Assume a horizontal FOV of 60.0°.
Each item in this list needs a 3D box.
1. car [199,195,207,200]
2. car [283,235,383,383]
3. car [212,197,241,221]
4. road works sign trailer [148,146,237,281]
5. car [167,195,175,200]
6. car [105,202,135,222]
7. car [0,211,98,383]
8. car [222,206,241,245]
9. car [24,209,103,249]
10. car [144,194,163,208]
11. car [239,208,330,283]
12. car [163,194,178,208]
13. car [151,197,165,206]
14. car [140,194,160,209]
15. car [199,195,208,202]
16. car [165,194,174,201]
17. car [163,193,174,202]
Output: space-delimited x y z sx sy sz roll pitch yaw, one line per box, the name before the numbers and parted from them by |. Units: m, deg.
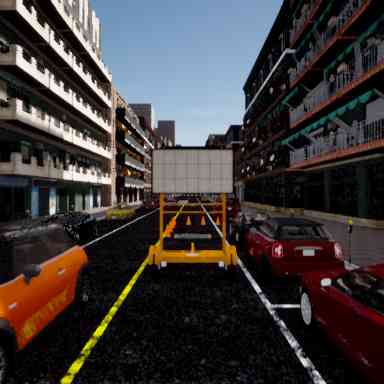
car | 2.886 1.498 88.564 1.887 1.381 4.507 0 0 0
car | 2.700 1.544 4.019 1.887 1.381 4.507 0 0 0
car | 2.751 1.307 26.564 2.192 1.841 5.009 0 0 0
road works sign trailer | 0.021 0.462 9.793 2.380 3.560 2.880 0 0 0
car | -5.494 1.498 88.587 1.887 1.381 4.507 0 0 0
car | -5.632 1.517 26.416 1.752 1.417 4.829 0 0 0
car | -3.091 1.351 4.830 2.097 1.767 4.553 0 0 0
car | 2.725 1.547 15.291 2.008 1.369 4.403 0 0 0
car | -5.657 1.562 15.312 1.947 1.339 4.313 0 0 0
car | -5.580 1.295 49.132 2.192 1.841 5.009 0 0 0
car | 2.712 1.438 9.655 1.967 1.590 4.097 0 0 0
car | -2.992 1.473 46.914 2.128 1.511 4.902 0 0 0
car | -5.570 1.559 54.769 1.802 1.307 4.206 0 0 0
car | -5.594 1.423 43.496 1.967 1.590 4.097 0 0 0
car | 2.862 1.487 77.462 1.752 1.417 4.829 0 0 0
car | -5.506 1.398 82.950 1.967 1.590 4.097 0 0 0
car | -5.518 1.277 77.314 2.192 1.841 5.009 0 0 0
